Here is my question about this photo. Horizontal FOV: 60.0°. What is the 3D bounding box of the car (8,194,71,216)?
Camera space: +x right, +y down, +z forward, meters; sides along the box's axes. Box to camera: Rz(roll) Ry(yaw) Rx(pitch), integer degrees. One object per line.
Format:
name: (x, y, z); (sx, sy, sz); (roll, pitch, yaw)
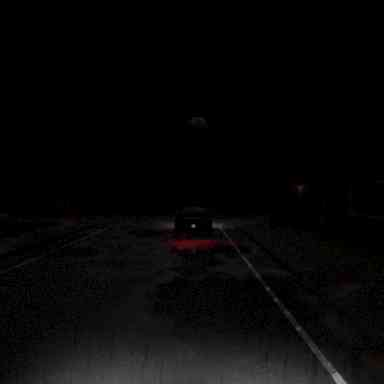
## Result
car: (-14.625, 1.204, 32.091); (5.566, 2.045, 2.150); (0, 0, -1)

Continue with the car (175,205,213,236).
car: (0.091, 1.453, 18.241); (1.882, 1.535, 5.008); (0, 0, 0)
